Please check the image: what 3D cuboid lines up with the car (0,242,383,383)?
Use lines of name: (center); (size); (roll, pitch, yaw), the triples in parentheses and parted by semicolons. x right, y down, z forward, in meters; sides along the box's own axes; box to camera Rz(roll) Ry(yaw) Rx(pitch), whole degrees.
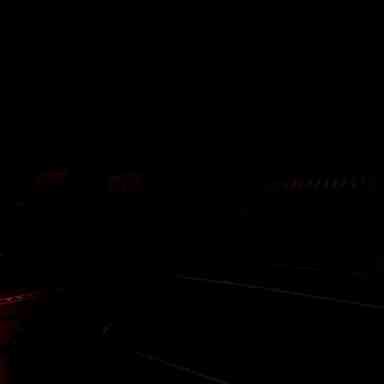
car: (0.701, 1.313, 2.345); (5.009, 1.841, 2.192); (0, -2, 35)
